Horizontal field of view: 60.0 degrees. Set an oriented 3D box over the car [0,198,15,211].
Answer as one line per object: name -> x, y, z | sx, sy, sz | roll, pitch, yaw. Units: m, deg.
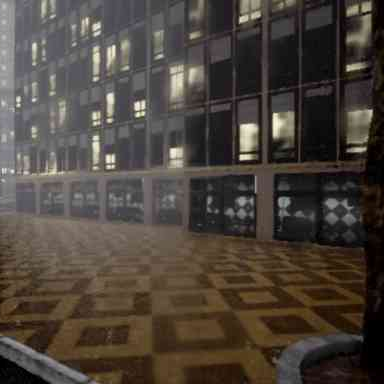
car -> -25.642, 1.746, 44.348 | 2.192, 1.841, 5.009 | 0, 0, 39
